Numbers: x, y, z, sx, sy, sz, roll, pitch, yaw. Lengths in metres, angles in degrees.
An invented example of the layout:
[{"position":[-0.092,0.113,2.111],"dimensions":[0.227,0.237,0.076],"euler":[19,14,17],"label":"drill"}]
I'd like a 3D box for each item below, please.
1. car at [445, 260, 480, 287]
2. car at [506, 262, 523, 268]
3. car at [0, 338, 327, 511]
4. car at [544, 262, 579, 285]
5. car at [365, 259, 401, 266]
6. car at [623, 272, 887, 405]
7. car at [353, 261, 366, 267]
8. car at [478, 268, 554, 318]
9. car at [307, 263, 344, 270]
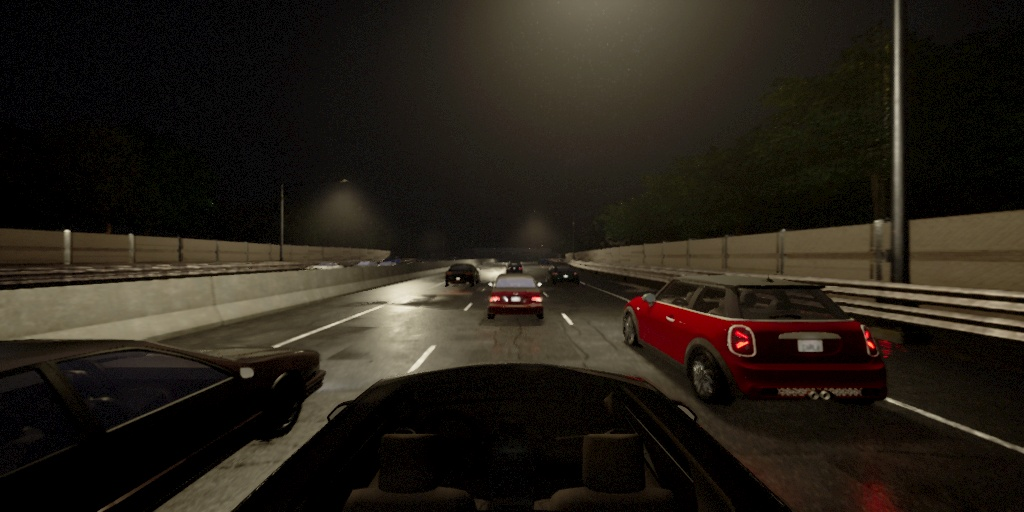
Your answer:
[{"position":[-3.341,1.257,24.739],"dimensions":[1.882,1.535,5.008],"euler":[0,0,0],"label":"car"},{"position":[0.260,1.349,39.889],"dimensions":[2.033,1.411,5.357],"euler":[0,0,0],"label":"car"},{"position":[-3.400,1.298,2.327],"dimensions":[2.033,1.411,5.357],"euler":[0,0,0],"label":"car"},{"position":[3.667,1.346,26.328],"dimensions":[1.994,1.385,4.181],"euler":[0,0,0],"label":"car"},{"position":[-13.940,1.347,39.942],"dimensions":[2.033,1.411,5.357],"euler":[0,0,1],"label":"car"},{"position":[3.605,1.108,6.454],"dimensions":[2.097,1.767,4.553],"euler":[0,0,0],"label":"car"},{"position":[-17.409,1.351,43.096],"dimensions":[2.033,1.411,5.357],"euler":[0,0,1],"label":"car"},{"position":[0.114,1.311,12.952],"dimensions":[2.033,1.411,5.357],"euler":[0,0,0],"label":"car"},{"position":[-20.934,1.400,40.328],"dimensions":[1.895,1.301,4.718],"euler":[0,0,1],"label":"car"}]
